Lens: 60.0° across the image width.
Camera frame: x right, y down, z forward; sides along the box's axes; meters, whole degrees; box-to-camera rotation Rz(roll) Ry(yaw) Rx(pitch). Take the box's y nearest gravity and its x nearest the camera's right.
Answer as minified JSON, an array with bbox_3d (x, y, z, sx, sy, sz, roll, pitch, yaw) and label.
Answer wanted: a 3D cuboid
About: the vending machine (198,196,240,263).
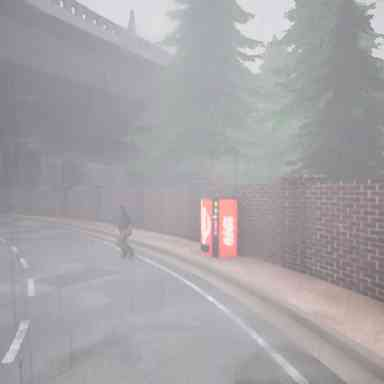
[{"bbox_3d":[0.895,1.186,11.054,1.100,2.100,0.880,0,0,-28],"label":"vending machine"}]

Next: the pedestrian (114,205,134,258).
[{"bbox_3d":[-2.239,1.284,10.965,0.375,1.860,0.375,0,0,-30],"label":"pedestrian"}]
